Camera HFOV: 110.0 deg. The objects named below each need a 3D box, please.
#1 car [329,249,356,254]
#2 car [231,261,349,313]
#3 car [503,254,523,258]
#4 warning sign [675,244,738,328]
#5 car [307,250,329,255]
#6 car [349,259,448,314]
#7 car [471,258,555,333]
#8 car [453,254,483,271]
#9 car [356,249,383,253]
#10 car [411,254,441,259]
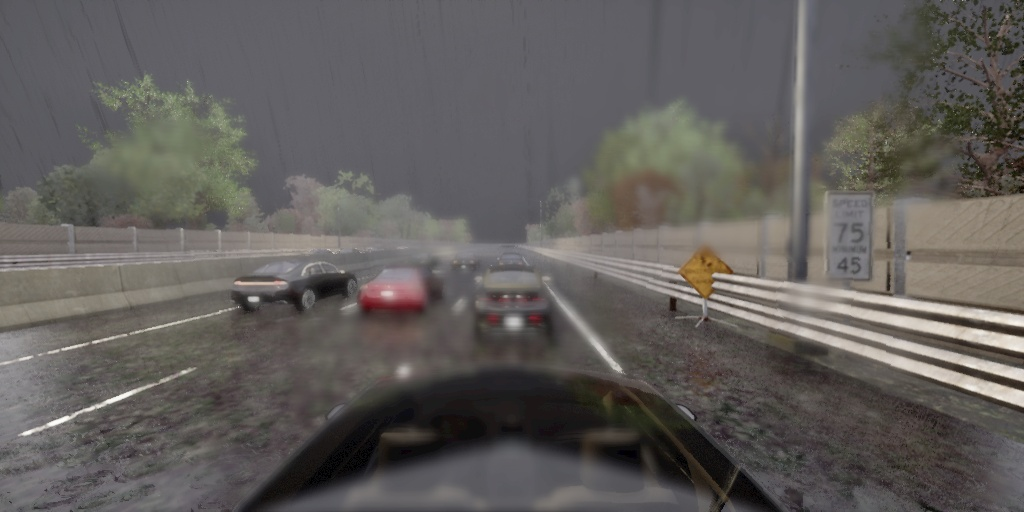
[{"bbox_3d":[-21.070,-0.162,46.267,1.837,1.490,4.892,0,1,0],"label":"car"},{"bbox_3d":[-6.927,0.906,12.087,2.128,1.511,4.902,0,2,0],"label":"car"},{"bbox_3d":[0.069,0.536,25.428,2.033,1.411,5.357,0,2,0],"label":"car"},{"bbox_3d":[4.552,0.646,8.475,1.300,1.860,1.060,0,0,0],"label":"warning sign"},{"bbox_3d":[-24.569,-0.099,46.122,1.994,1.385,4.181,0,2,0],"label":"car"},{"bbox_3d":[-3.428,0.980,12.034,1.994,1.385,4.181,0,2,0],"label":"car"},{"bbox_3d":[0.058,0.998,9.702,1.837,1.490,4.892,0,2,0],"label":"car"},{"bbox_3d":[-3.414,0.487,28.649,1.895,1.301,4.718,0,2,0],"label":"car"},{"bbox_3d":[-17.575,-0.114,46.062,2.033,1.411,5.357,0,2,0],"label":"car"},{"bbox_3d":[-6.914,0.486,28.666,1.895,1.301,4.718,0,2,0],"label":"car"}]
